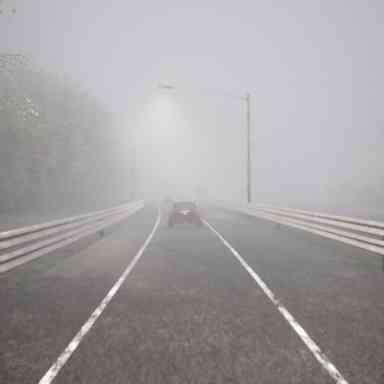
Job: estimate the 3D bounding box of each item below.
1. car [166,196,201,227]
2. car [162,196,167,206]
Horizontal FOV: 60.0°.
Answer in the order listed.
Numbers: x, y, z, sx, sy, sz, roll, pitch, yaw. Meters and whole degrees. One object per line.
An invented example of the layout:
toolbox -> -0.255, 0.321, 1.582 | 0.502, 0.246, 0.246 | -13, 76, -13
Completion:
car -> -0.583, 1.360, 23.194 | 2.097, 1.767, 4.553 | 0, 0, -4
car -> -4.108, 1.489, 56.094 | 1.837, 1.490, 4.892 | 0, 0, -9
